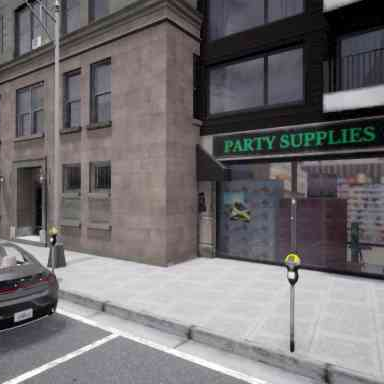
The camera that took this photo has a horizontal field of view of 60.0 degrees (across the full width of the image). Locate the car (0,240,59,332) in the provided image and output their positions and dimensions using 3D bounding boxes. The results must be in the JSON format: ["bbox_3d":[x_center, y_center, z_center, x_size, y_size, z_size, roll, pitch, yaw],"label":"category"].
[{"bbox_3d":[-4.216,1.551,6.090,4.403,1.369,2.008,0,0,36],"label":"car"}]
